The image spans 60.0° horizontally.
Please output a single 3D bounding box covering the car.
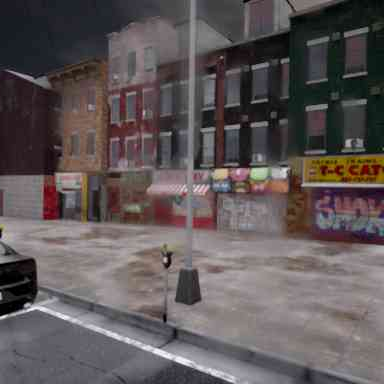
[{"bbox_3d":[-5.052,1.474,6.547,5.008,1.535,1.882,0,0,35],"label":"car"}]
